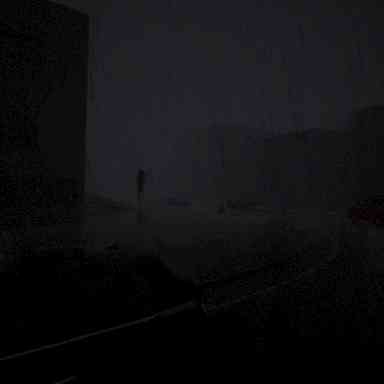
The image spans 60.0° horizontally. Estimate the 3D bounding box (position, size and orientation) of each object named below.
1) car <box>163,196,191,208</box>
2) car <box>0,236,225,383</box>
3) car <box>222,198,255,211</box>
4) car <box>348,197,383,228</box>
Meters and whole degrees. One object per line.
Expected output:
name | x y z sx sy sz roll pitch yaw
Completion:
car | -2.081 1.332 45.792 1.882 1.535 5.008 2 0 -35
car | -1.940 1.358 2.721 4.553 1.767 2.097 0 0 -37
car | 5.586 1.530 41.110 2.128 1.511 4.902 2 0 -34
car | 13.051 1.352 23.040 2.150 2.045 5.566 1 0 -1
